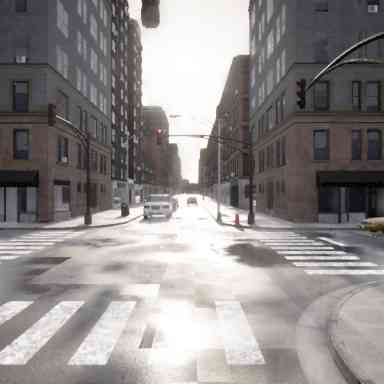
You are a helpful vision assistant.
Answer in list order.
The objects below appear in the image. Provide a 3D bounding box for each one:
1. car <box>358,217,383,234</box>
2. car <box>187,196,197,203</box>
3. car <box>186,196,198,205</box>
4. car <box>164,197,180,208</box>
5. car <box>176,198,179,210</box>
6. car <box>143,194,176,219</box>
[{"bbox_3d":[11.606,1.555,17.912,4.829,1.417,1.752,0,0,0],"label":"car"},{"bbox_3d":[-0.005,1.571,70.069,1.895,1.301,4.718,0,0,0],"label":"car"},{"bbox_3d":[0.012,1.529,56.710,2.033,1.411,5.357,0,0,-1],"label":"car"},{"bbox_3d":[-2.919,1.534,49.754,2.033,1.411,5.357,0,0,0],"label":"car"},{"bbox_3d":[-2.904,1.345,39.472,2.097,1.767,4.553,0,0,0],"label":"car"},{"bbox_3d":[-2.894,1.218,29.207,2.150,2.045,5.566,0,0,0],"label":"car"}]
